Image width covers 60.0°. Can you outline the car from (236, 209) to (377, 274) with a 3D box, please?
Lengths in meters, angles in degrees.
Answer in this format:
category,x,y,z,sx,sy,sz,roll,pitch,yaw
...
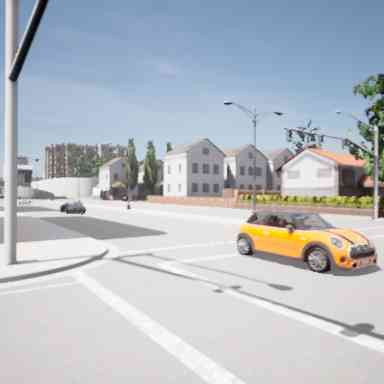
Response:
category,x,y,z,sx,sy,sz,roll,pitch,yaw
car,3.573,1.413,11.108,2.097,1.767,4.553,1,-1,-34

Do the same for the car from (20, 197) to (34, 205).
category,x,y,z,sx,sy,sz,roll,pitch,yaw
car,-30.519,1.591,61.346,1.812,1.442,4.674,0,0,-34

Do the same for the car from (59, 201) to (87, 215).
category,x,y,z,sx,sy,sz,roll,pitch,yaw
car,-12.698,1.638,35.400,1.994,1.385,4.181,0,0,-34
